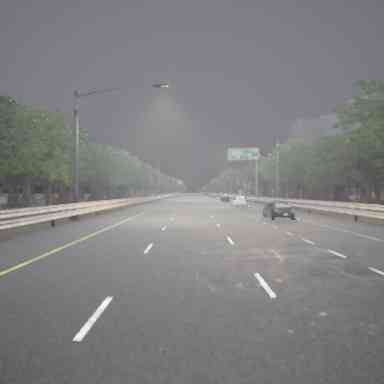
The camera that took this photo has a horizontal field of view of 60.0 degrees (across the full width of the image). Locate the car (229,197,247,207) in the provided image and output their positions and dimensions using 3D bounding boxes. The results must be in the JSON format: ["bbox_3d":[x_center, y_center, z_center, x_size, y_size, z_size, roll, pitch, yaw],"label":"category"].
[{"bbox_3d":[7.160,1.523,50.041,1.812,1.442,4.674,0,0,0],"label":"car"}]

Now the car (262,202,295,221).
[{"bbox_3d":[7.054,1.534,27.265,1.812,1.442,4.674,0,0,0],"label":"car"}]

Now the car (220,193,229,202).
[{"bbox_3d":[7.324,1.439,74.933,1.882,1.535,5.008,0,0,0],"label":"car"}]
